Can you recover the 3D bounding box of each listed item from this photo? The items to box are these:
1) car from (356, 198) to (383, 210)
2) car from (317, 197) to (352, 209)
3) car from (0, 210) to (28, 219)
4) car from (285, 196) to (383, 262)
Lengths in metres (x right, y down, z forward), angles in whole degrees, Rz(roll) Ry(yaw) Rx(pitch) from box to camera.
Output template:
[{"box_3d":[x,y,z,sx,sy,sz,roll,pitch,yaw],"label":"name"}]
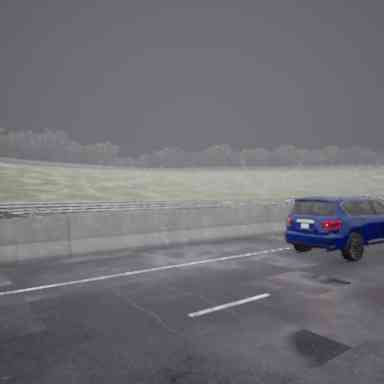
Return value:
[{"box_3d":[22.799,1.436,41.764,4.718,1.301,1.895,-1,0,-35],"label":"car"},{"box_3d":[18.471,1.363,42.977,4.892,1.490,1.837,0,0,-35],"label":"car"},{"box_3d":[-9.680,1.504,14.283,4.892,1.490,1.837,0,0,-36],"label":"car"},{"box_3d":[5.786,1.166,12.182,5.566,2.045,2.150,0,0,-36],"label":"car"}]
